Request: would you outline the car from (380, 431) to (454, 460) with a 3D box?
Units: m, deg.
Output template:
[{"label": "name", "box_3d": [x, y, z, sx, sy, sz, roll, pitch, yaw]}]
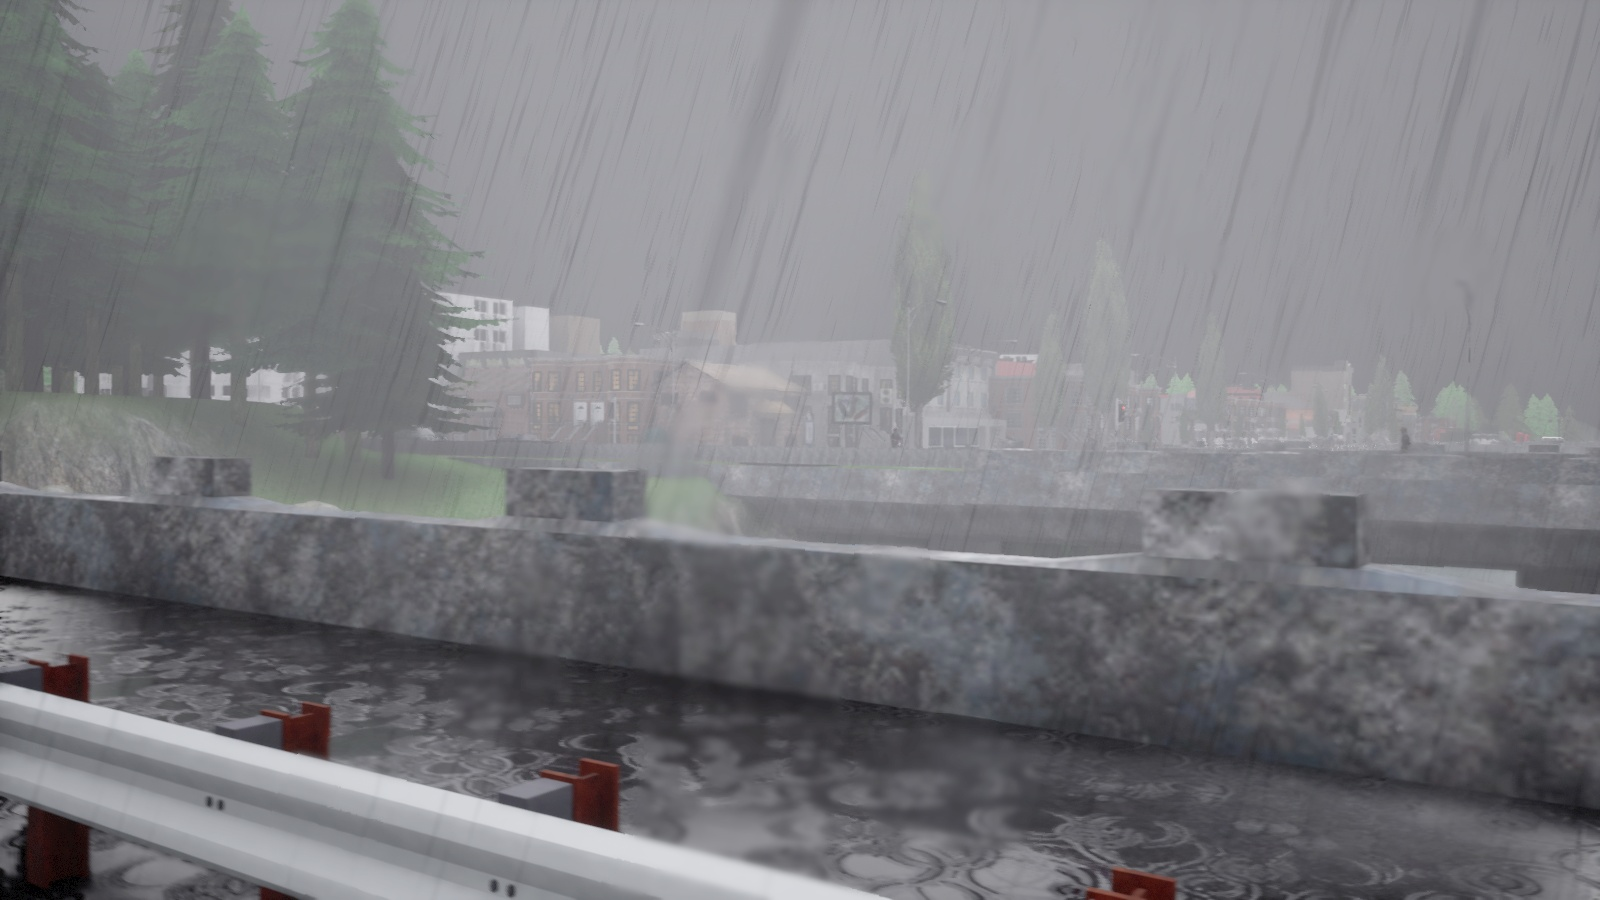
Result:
[{"label": "car", "box_3d": [-24.374, -0.280, 79.922, 4.553, 1.767, 2.097, 0, 1, 34]}]

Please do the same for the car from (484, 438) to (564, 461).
[{"label": "car", "box_3d": [-16.428, -0.038, 74.635, 4.718, 1.301, 1.895, 0, 1, 34]}]

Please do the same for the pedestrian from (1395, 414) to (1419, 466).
[{"label": "pedestrian", "box_3d": [21.737, -0.369, 44.965, 0.720, 1.854, 0.376, 0, 1, 34]}]
